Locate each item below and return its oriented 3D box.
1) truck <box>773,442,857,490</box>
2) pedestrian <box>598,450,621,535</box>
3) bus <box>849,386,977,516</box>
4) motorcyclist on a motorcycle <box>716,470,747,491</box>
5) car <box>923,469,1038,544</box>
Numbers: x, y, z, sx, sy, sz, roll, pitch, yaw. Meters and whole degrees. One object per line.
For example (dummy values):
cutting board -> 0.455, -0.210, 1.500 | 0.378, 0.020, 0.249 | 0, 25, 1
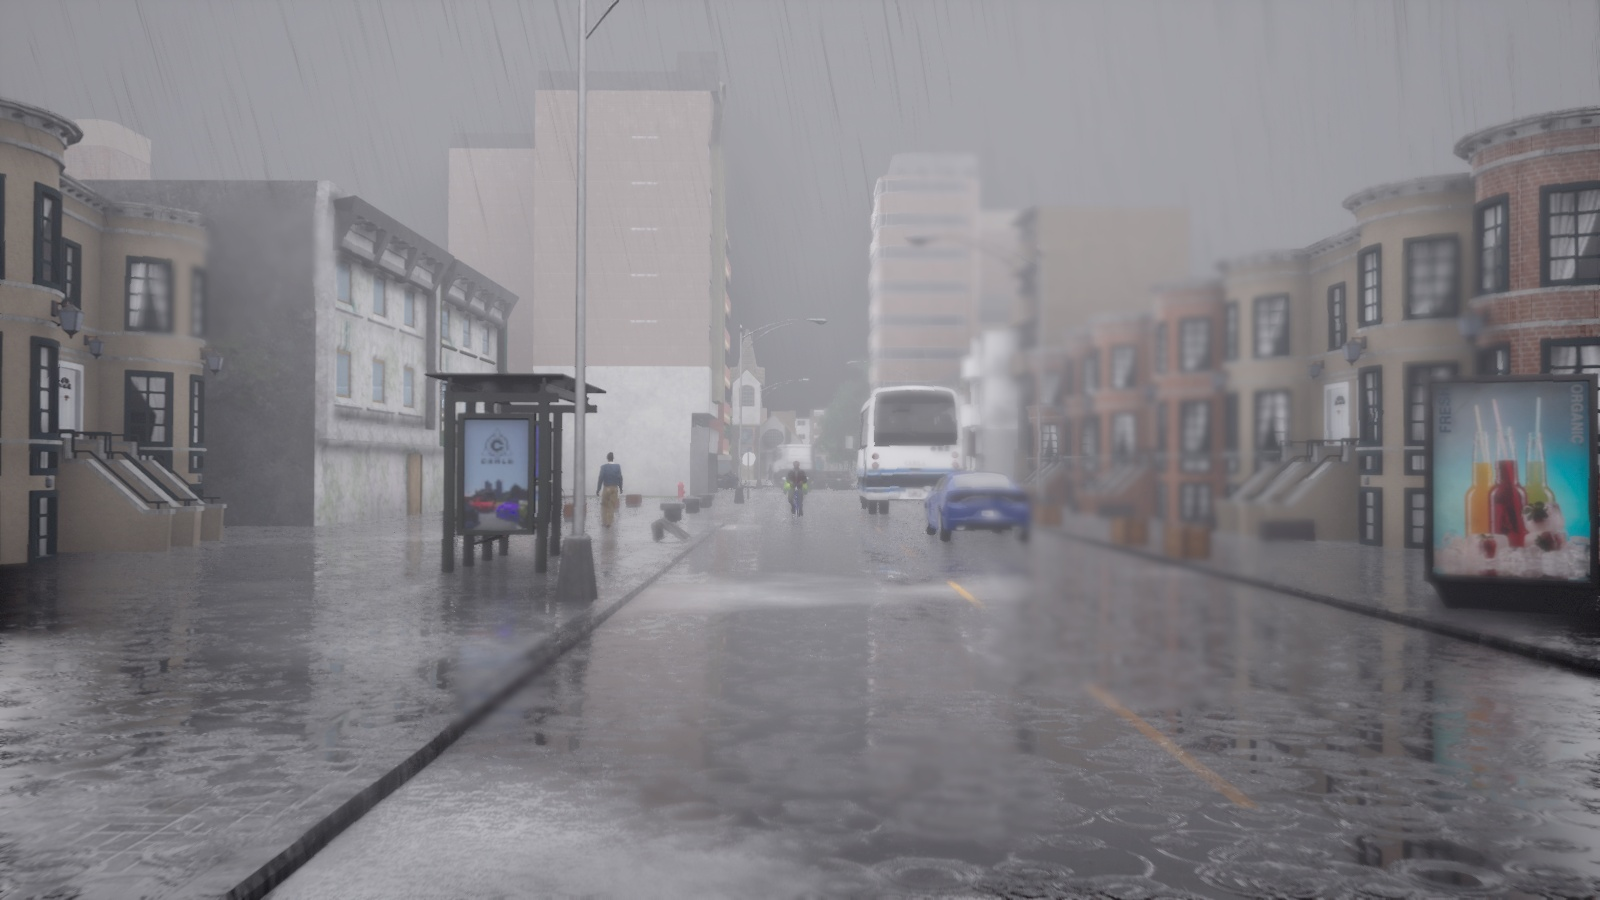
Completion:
truck -> 1.020, 1.251, 94.960 | 2.891, 3.462, 7.936 | 0, -1, -28
pedestrian -> -4.410, 0.974, 29.038 | 0.423, 1.949, 0.788 | 0, -1, -17
bus -> 3.897, 0.116, 46.441 | 3.944, 4.253, 10.273 | 0, -1, 1
motorcyclist on a motorcycle -> -5.180, 2.292, 94.914 | 2.191, 1.530, 0.866 | -1, 0, 21
car -> 3.970, 1.200, 28.478 | 1.882, 1.535, 5.008 | 0, -1, 0
